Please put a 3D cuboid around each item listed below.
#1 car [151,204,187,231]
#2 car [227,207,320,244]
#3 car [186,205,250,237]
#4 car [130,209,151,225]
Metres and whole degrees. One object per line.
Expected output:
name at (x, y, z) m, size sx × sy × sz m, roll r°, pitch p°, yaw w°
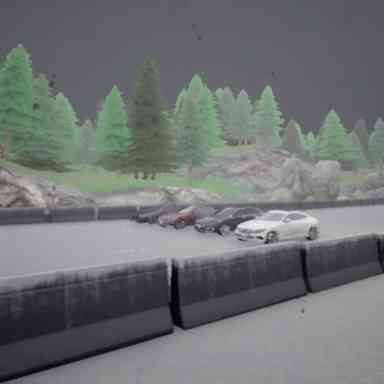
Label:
car at (0.053, 1.570, 21.222) m, size 4.674 × 1.442 × 1.812 m, roll 0°, pitch 0°, yaw -35°
car at (4.109, 1.570, 15.516) m, size 4.674 × 1.442 × 1.812 m, roll 0°, pitch 0°, yaw -35°
car at (2.357, 1.550, 18.566) m, size 4.892 × 1.490 × 1.837 m, roll 0°, pitch 0°, yaw -35°
car at (-1.774, 1.592, 24.215) m, size 5.357 × 1.411 × 2.033 m, roll 0°, pitch 0°, yaw -35°
